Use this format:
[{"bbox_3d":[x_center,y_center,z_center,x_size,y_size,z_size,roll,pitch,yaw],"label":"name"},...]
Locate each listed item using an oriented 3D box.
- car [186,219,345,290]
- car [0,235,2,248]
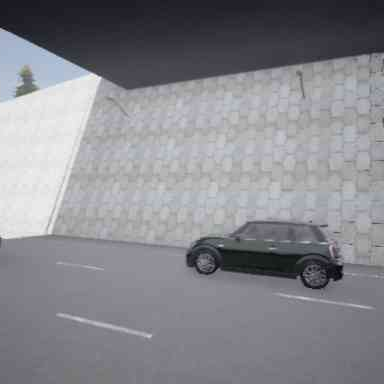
[{"bbox_3d":[2.105,1.604,10.037,4.553,1.767,2.097,1,-1,26],"label":"car"},{"bbox_3d":[-8.634,1.523,11.285,4.892,1.490,1.837,1,-1,26],"label":"car"}]
